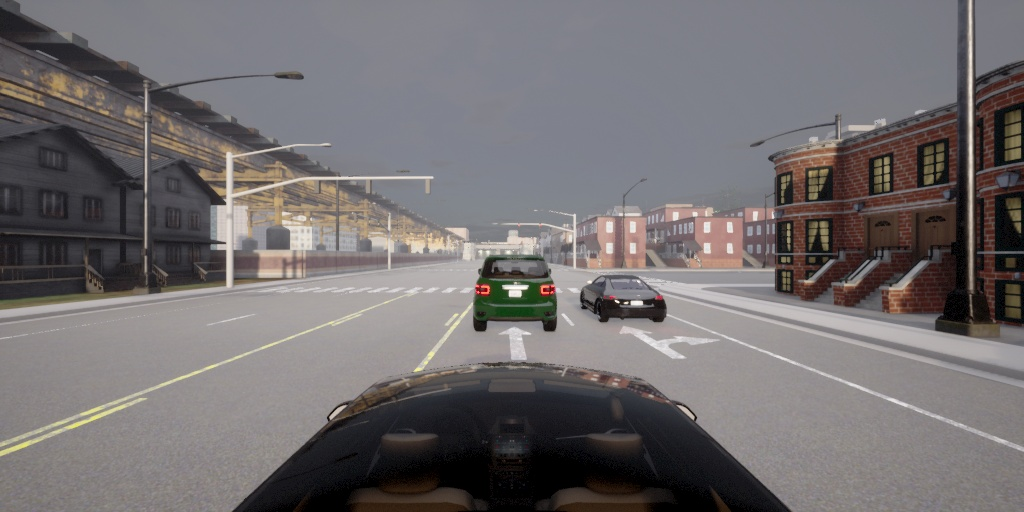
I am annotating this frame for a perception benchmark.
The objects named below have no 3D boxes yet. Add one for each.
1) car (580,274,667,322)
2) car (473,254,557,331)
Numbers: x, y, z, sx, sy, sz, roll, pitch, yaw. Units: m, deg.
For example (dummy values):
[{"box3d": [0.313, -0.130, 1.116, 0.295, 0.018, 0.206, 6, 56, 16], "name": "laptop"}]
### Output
[{"box3d": [3.586, 1.314, 12.235, 1.994, 1.385, 4.181, 0, 0, 1], "name": "car"}, {"box3d": [0.086, 0.971, 11.066, 2.150, 2.045, 5.566, 0, 0, 0], "name": "car"}]
